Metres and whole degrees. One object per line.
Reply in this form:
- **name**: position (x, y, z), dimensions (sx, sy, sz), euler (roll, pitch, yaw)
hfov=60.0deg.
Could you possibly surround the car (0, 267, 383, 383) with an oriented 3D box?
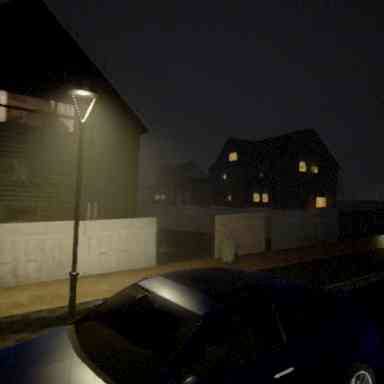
- **car**: position (-0.023, 1.541, 3.069), dimensions (4.674, 1.442, 1.812), euler (1, 0, -35)
